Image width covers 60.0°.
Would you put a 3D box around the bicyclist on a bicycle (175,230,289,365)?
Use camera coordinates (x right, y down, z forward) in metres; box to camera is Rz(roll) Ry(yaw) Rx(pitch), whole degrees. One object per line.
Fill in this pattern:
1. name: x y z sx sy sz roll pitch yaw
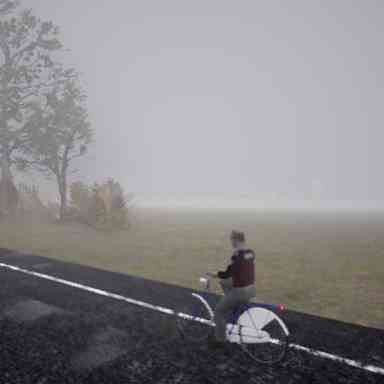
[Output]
1. bicyclist on a bicycle: 0.465 1.411 4.747 1.843 1.776 0.659 0 0 37
